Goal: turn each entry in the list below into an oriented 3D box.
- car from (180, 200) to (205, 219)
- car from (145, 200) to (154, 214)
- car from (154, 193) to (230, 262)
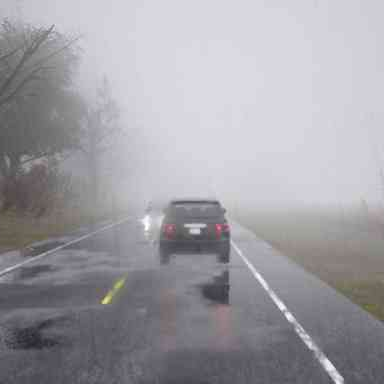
[{"bbox_3d":[0.076,1.482,28.603,1.994,1.385,4.181,0,0,0],"label":"car"},{"bbox_3d":[-3.619,1.503,33.768,1.895,1.301,4.718,0,0,0],"label":"car"},{"bbox_3d":[0.088,1.188,12.052,2.150,2.045,5.566,0,0,0],"label":"car"}]
